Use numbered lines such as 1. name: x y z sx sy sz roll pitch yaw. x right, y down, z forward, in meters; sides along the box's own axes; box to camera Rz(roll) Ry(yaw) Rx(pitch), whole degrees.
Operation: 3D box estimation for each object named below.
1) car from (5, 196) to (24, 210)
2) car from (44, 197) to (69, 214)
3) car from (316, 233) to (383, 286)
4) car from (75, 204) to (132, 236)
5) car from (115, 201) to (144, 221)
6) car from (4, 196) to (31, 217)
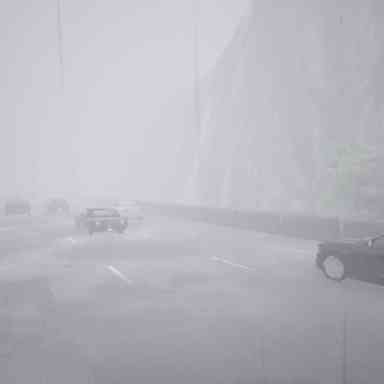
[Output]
1. car: -20.834 1.215 39.032 1.812 1.442 4.674 0 1 -30
2. car: -13.480 1.313 33.146 1.837 1.490 4.892 0 0 -29
3. car: 5.126 1.483 7.370 1.882 1.535 5.008 0 0 -29
4. car: -5.187 1.558 18.490 1.895 1.301 4.718 0 0 -30
5. car: -5.170 1.442 25.566 1.812 1.442 4.674 0 1 -29
6. car: -15.630 1.305 29.842 1.882 1.535 5.008 0 1 -29
